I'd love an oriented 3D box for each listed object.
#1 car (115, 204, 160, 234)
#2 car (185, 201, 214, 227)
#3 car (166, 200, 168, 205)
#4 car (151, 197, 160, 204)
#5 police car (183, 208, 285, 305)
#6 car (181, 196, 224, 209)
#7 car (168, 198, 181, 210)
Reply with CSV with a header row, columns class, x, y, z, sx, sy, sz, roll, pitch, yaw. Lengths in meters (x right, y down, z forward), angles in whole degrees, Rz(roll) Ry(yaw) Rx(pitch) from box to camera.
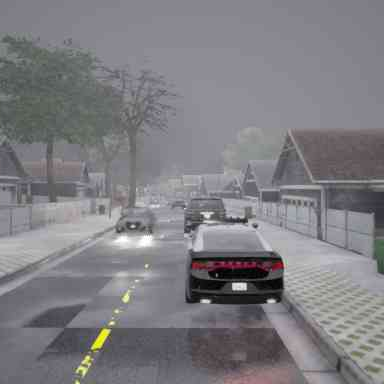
class,x,y,z,sx,sy,sz,roll,pitch,yaw
car,-3.108,1.592,19.202,1.994,1.385,4.181,0,0,-2
car,0.417,1.494,24.476,1.801,1.575,5.366,0,0,-2
car,-3.749,1.853,61.872,2.033,1.411,5.357,0,-1,-8
car,-7.677,1.893,69.380,2.128,1.511,4.902,0,-1,-9
police car,0.807,1.430,8.315,1.930,1.638,5.238,0,0,0
car,0.641,1.250,18.288,2.150,2.045,5.566,0,0,-2
car,-2.003,1.663,46.832,1.837,1.490,4.892,0,0,-5
